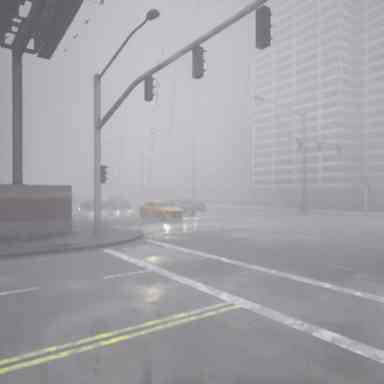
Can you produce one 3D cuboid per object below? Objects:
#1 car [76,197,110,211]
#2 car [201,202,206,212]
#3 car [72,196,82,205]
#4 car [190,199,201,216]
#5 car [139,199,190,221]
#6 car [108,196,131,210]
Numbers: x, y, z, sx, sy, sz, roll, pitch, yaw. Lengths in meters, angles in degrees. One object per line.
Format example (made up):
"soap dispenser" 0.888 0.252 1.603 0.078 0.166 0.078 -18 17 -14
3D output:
"car" -12.113 1.565 40.508 1.895 1.301 4.718 0 0 -35
"car" -0.377 1.471 36.352 1.812 1.442 4.674 0 0 -35
"car" -19.595 1.458 57.349 2.128 1.511 4.902 0 0 -35
"car" -1.490 1.481 31.518 1.812 1.442 4.674 0 0 -35
"car" -2.548 1.442 26.944 1.882 1.535 5.008 0 0 -35
"car" -9.665 1.308 43.102 2.097 1.767 4.553 0 0 -36
